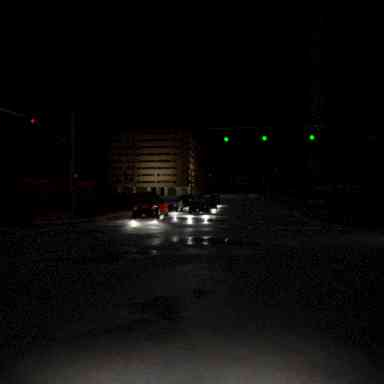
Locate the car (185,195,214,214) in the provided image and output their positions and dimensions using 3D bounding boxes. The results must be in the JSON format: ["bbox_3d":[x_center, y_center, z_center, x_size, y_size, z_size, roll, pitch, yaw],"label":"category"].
[{"bbox_3d":[0.823,1.350,32.430,1.812,1.442,4.674,0,0,8],"label":"car"}]

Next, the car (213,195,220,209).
[{"bbox_3d":[2.176,1.250,42.571,1.882,1.535,5.008,0,0,8],"label":"car"}]

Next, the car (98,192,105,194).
[{"bbox_3d":[-19.795,0.854,68.535,4.605,1.855,1.932,0,0,8],"label":"car"}]

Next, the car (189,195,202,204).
[{"bbox_3d":[0.679,1.220,57.800,1.812,1.442,4.674,0,0,8],"label":"car"}]

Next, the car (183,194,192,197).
[{"bbox_3d":[-0.835,1.105,46.575,2.097,1.767,4.553,0,0,8],"label":"car"}]

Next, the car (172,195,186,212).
[{"bbox_3d":[-2.181,1.330,36.487,1.812,1.442,4.674,0,0,8],"label":"car"}]

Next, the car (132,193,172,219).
[{"bbox_3d":[-3.378,1.203,27.575,2.097,1.767,4.553,0,0,8],"label":"car"}]
